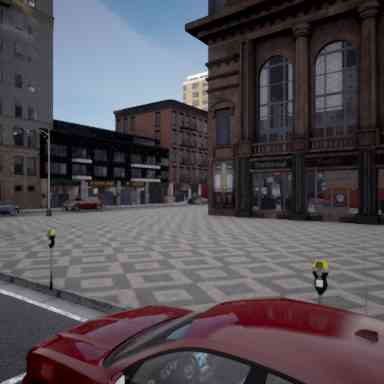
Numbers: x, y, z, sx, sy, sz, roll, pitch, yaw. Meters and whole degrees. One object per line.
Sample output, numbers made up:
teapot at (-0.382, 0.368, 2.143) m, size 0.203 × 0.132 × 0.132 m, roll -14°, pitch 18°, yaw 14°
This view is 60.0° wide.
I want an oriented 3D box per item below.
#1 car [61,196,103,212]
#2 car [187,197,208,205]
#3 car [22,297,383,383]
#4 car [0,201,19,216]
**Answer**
car at (-12.589, 1.317, 38.132) m, size 2.097 × 1.767 × 4.553 m, roll 0°, pitch 0°, yaw 36°
car at (1.001, 1.551, 56.501) m, size 1.994 × 1.385 × 4.181 m, roll 0°, pitch 0°, yaw 37°
car at (0.485, 1.545, 2.500) m, size 4.507 × 1.381 × 1.887 m, roll 0°, pitch 0°, yaw 35°
car at (-18.202, 1.521, 30.505) m, size 1.994 × 1.385 × 4.181 m, roll 0°, pitch 0°, yaw 36°
